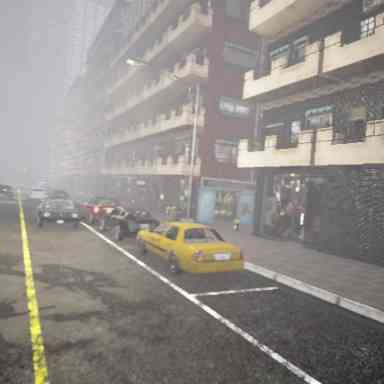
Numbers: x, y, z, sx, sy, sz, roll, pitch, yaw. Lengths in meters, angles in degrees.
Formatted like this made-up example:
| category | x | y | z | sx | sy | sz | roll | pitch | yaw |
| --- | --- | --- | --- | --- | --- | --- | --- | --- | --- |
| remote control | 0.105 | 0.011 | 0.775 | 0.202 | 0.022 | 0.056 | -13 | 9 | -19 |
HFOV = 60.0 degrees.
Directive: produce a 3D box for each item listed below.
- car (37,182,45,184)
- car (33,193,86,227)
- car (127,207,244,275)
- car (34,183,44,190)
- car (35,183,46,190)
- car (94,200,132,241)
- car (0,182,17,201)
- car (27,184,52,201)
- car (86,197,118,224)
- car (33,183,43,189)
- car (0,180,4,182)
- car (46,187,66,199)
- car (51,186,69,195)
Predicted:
| category | x | y | z | sx | sy | sz | roll | pitch | yaw |
| --- | --- | --- | --- | --- | --- | --- | --- | --- | --- |
| car | -26.205 | -0.651 | 59.670 | 1.967 | 1.590 | 4.097 | 3 | 1 | -28 |
| car | -7.126 | 1.027 | 17.509 | 1.895 | 1.301 | 4.718 | 4 | 0 | -27 |
| car | -0.321 | 1.476 | 10.225 | 1.752 | 1.417 | 4.829 | 3 | 1 | -28 |
| car | -36.598 | -1.363 | 79.508 | 1.887 | 1.381 | 4.507 | 3 | 1 | -28 |
| car | -34.001 | -1.153 | 74.549 | 2.008 | 1.369 | 4.403 | 3 | 1 | -28 |
| car | -2.841 | 1.318 | 15.034 | 1.947 | 1.339 | 4.313 | 3 | 1 | -28 |
| car | -18.788 | 0.024 | 33.280 | 1.837 | 1.490 | 4.892 | 4 | 0 | -28 |
| car | -16.262 | 0.230 | 35.086 | 1.812 | 1.442 | 4.674 | 4 | 0 | -27 |
| car | -5.430 | 0.987 | 19.993 | 1.967 | 1.590 | 4.097 | 3 | 1 | -28 |
| car | -39.197 | -1.546 | 84.468 | 1.947 | 1.339 | 4.313 | 3 | 1 | -28 |
| car | -46.609 | -2.091 | 80.596 | 1.947 | 1.339 | 4.313 | 3 | 1 | -28 |
| car | -18.421 | 0.073 | 44.792 | 2.008 | 1.369 | 4.403 | 3 | 1 | -28 |
| car | -15.825 | 0.293 | 39.832 | 1.947 | 1.339 | 4.313 | 3 | 1 | -28 |
